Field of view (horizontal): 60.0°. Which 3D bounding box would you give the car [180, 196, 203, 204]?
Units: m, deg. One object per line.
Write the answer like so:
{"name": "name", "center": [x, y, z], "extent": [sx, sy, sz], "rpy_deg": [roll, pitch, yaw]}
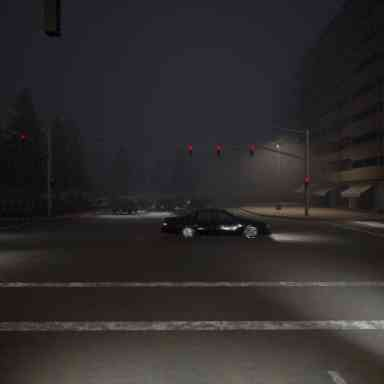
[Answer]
{"name": "car", "center": [-0.023, 1.491, 63.087], "extent": [2.128, 1.511, 4.902], "rpy_deg": [0, 0, 32]}

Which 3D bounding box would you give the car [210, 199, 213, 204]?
{"name": "car", "center": [1.991, 1.600, 59.544], "extent": [1.895, 1.301, 4.718], "rpy_deg": [0, 0, 31]}

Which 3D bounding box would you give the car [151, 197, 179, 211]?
{"name": "car", "center": [-3.217, 1.491, 40.587], "extent": [2.128, 1.511, 4.902], "rpy_deg": [0, 0, 4]}

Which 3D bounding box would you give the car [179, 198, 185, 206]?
{"name": "car", "center": [-1.902, 1.547, 50.317], "extent": [2.033, 1.411, 5.357], "rpy_deg": [0, 0, 15]}

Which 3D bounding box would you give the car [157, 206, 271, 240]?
{"name": "car", "center": [1.125, 1.566, 16.680], "extent": [5.357, 1.411, 2.033], "rpy_deg": [0, 0, 0]}

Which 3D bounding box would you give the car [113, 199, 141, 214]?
{"name": "car", "center": [-6.952, 1.525, 35.004], "extent": [1.812, 1.442, 4.674], "rpy_deg": [0, 0, 2]}

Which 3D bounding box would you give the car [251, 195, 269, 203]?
{"name": "car", "center": [14.474, 1.353, 68.924], "extent": [4.553, 1.767, 2.097], "rpy_deg": [0, 0, -37]}

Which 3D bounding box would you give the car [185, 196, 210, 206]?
{"name": "car", "center": [0.828, 1.491, 45.240], "extent": [2.128, 1.511, 4.902], "rpy_deg": [0, 0, 8]}

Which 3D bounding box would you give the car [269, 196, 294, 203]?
{"name": "car", "center": [18.506, 1.477, 67.505], "extent": [5.008, 1.535, 1.882], "rpy_deg": [0, 0, -33]}

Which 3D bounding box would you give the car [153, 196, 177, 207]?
{"name": "car", "center": [-4.280, 1.491, 53.926], "extent": [2.128, 1.511, 4.902], "rpy_deg": [0, 0, 20]}

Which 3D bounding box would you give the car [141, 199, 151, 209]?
{"name": "car", "center": [-6.407, 1.600, 44.083], "extent": [1.895, 1.301, 4.718], "rpy_deg": [0, 0, 6]}
